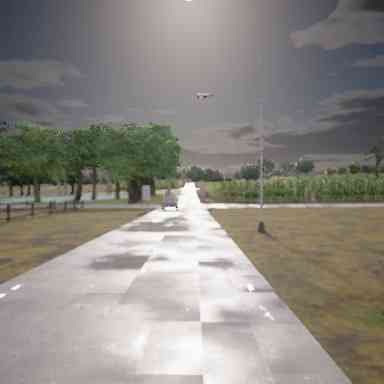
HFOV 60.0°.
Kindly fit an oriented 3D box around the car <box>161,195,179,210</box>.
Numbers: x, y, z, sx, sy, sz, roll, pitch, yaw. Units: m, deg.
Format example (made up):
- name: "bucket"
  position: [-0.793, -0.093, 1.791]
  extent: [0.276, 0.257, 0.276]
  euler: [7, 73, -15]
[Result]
- name: "car"
  position: [-2.757, 1.208, 42.597]
  extent: [2.097, 1.767, 4.553]
  euler: [0, 0, 0]
